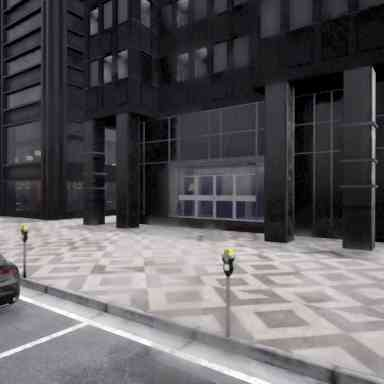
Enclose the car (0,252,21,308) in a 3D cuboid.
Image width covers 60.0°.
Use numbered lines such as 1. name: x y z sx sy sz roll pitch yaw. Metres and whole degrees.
1. car: -5.116 1.551 6.614 4.403 1.369 2.008 0 0 36
